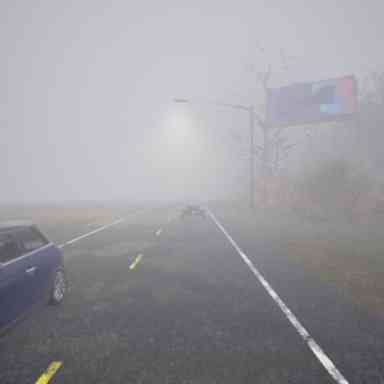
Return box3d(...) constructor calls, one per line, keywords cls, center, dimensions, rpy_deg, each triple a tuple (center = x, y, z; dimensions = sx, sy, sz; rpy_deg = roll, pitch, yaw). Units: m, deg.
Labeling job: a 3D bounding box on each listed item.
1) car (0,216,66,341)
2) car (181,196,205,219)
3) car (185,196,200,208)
box3d(cls="car", center=(-3.597, 1.319, 4.838), dimensions=(2.097, 1.767, 4.553), rpy_deg=(0, 0, 0))
box3d(cls="car", center=(0.098, 1.346, 27.094), dimensions=(1.812, 1.442, 4.674), rpy_deg=(0, 0, 0))
box3d(cls="car", center=(0.097, 1.243, 42.509), dimensions=(1.812, 1.442, 4.674), rpy_deg=(0, 0, 0))
